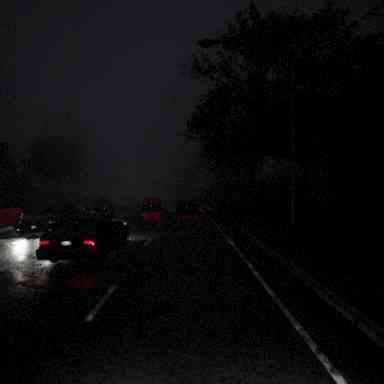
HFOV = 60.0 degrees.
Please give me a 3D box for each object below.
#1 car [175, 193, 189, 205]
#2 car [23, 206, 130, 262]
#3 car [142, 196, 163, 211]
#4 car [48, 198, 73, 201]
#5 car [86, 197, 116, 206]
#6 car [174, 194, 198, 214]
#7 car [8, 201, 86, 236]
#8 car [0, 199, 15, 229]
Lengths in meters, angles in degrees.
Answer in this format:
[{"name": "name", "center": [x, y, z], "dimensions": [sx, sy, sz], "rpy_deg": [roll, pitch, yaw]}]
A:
[{"name": "car", "center": [-1.557, 0.996, 48.728], "dimensions": [1.882, 1.535, 5.008], "rpy_deg": [0, 1, -4]}, {"name": "car", "center": [-3.492, 1.432, 11.642], "dimensions": [2.033, 1.411, 5.357], "rpy_deg": [0, 1, -1]}, {"name": "car", "center": [-4.219, 1.141, 35.613], "dimensions": [2.128, 1.511, 4.902], "rpy_deg": [0, 1, -3]}, {"name": "car", "center": [-10.960, 1.223, 27.430], "dimensions": [2.128, 1.511, 4.902], "rpy_deg": [0, 1, -2]}, {"name": "car", "center": [-7.482, 1.238, 27.166], "dimensions": [1.837, 1.490, 4.892], "rpy_deg": [0, 1, -2]}, {"name": "car", "center": [-0.509, 1.170, 31.068], "dimensions": [1.882, 1.535, 5.008], "rpy_deg": [0, 1, -2]}, {"name": "car", "center": [-7.244, 1.396, 17.161], "dimensions": [1.994, 1.385, 4.181], "rpy_deg": [0, 1, -1]}, {"name": "car", "center": [-10.741, 1.185, 17.212], "dimensions": [2.097, 1.767, 4.553], "rpy_deg": [0, 1, -1]}]
